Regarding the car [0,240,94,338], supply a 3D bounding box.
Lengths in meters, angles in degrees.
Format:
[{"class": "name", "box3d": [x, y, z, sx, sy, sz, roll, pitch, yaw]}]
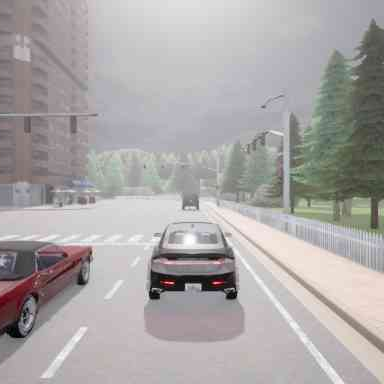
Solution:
[{"class": "car", "box3d": [-3.451, 1.601, 6.529, 1.895, 1.301, 4.718, 0, 0, 0]}]

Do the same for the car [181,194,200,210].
[{"class": "car", "box3d": [-0.186, 1.221, 43.723, 2.150, 2.045, 5.566, 0, 0, -1]}]

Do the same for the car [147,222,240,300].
[{"class": "car", "box3d": [0.022, 1.492, 8.378, 2.128, 1.511, 4.902, 0, 0, 0]}]
